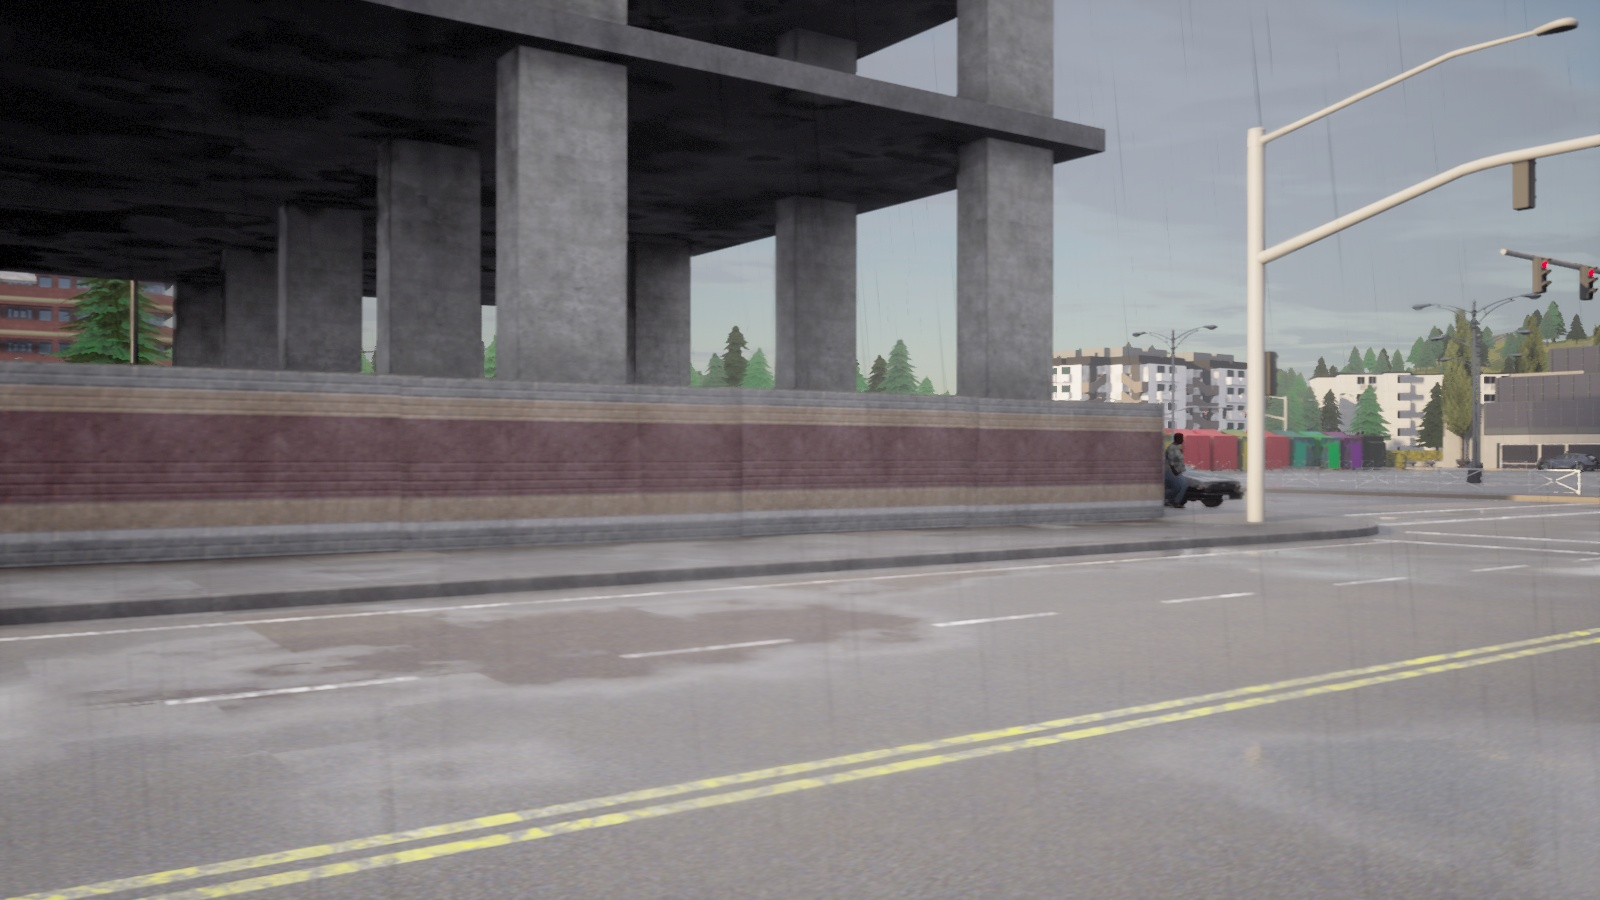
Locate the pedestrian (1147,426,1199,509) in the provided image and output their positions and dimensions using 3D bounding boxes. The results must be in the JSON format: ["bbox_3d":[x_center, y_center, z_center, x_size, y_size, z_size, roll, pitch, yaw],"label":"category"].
[{"bbox_3d":[8.500,0.397,28.589,0.900,1.855,0.874,0,0,35],"label":"pedestrian"}]

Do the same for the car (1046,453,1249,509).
[{"bbox_3d":[9.481,0.802,34.740,2.033,1.411,5.357,0,0,-35],"label":"car"}]
